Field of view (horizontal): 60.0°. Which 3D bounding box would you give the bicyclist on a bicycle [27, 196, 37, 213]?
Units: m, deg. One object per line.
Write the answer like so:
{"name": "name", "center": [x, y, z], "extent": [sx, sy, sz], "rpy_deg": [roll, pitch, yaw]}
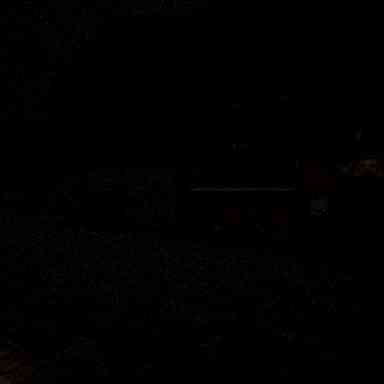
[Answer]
{"name": "bicyclist on a bicycle", "center": [-15.324, 1.228, 31.823], "extent": [1.656, 1.620, 0.582], "rpy_deg": [0, 0, 36]}
